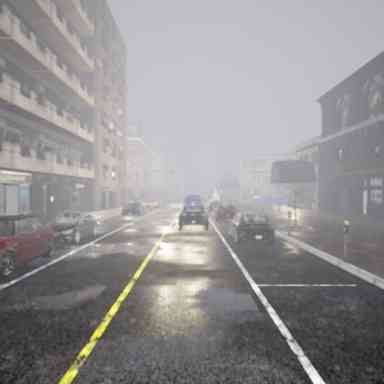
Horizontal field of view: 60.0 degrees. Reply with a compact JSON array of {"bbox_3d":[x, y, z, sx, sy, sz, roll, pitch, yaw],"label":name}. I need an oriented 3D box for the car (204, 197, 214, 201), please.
[{"bbox_3d":[2.684,1.645,38.349,1.887,1.381,4.507,0,0,0],"label":"car"}]

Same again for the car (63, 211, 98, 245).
[{"bbox_3d":[-5.695,1.586,15.567,2.008,1.369,4.403,0,0,0],"label":"car"}]

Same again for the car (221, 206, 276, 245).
[{"bbox_3d":[2.686,1.586,15.563,2.008,1.369,4.403,0,0,0],"label":"car"}]

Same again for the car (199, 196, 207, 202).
[{"bbox_3d":[2.680,1.701,82.214,1.967,1.590,4.097,0,0,0],"label":"car"}]

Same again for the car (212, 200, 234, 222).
[{"bbox_3d":[2.685,1.610,26.955,1.887,1.381,4.507,0,0,0],"label":"car"}]

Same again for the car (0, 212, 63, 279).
[{"bbox_3d":[-5.695,1.462,9.870,1.967,1.590,4.097,0,0,0],"label":"car"}]

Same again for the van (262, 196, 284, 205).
[{"bbox_3d":[14.656,1.584,60.510,3.998,1.788,1.690,0,0,0],"label":"van"}]

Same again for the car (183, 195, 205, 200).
[{"bbox_3d":[0.099,1.328,39.751,2.150,2.045,5.566,0,0,0],"label":"car"}]

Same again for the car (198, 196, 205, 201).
[{"bbox_3d":[2.680,1.893,93.607,1.802,1.307,4.206,0,0,0],"label":"car"}]

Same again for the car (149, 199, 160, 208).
[{"bbox_3d":[-5.698,1.663,49.576,1.752,1.417,4.829,0,0,0],"label":"car"}]

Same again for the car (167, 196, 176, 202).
[{"bbox_3d":[-5.700,1.836,87.898,2.008,1.369,4.403,0,0,0],"label":"car"}]

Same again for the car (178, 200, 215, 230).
[{"bbox_3d":[0.099,1.543,21.732,2.128,1.511,4.902,0,0,0],"label":"car"}]

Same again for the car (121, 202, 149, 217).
[{"bbox_3d":[-5.696,1.648,32.657,1.947,1.339,4.313,0,0,0],"label":"car"}]
